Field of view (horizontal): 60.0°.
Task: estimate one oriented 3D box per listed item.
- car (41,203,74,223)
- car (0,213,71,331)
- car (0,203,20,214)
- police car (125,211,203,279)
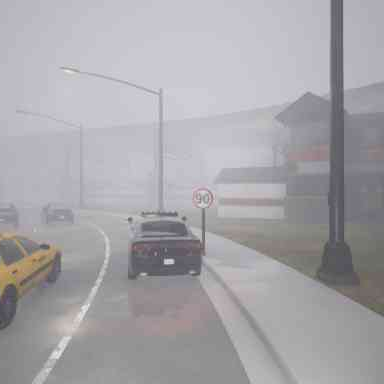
[{"bbox_3d":[-9.966,1.526,24.518,1.812,1.442,4.674,0,0,-30],"label":"car"},{"bbox_3d":[-4.047,1.455,6.643,1.801,1.575,5.366,0,0,-7],"label":"car"},{"bbox_3d":[-12.801,1.492,22.469,2.128,1.511,4.902,0,0,-29],"label":"car"},{"bbox_3d":[-1.019,1.425,10.307,1.930,1.638,5.238,0,0,-11],"label":"police car"}]
